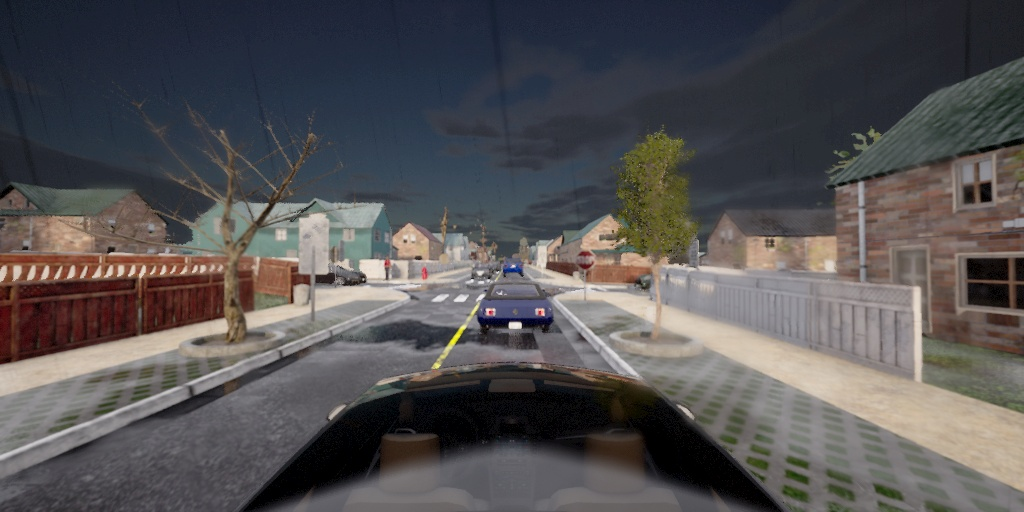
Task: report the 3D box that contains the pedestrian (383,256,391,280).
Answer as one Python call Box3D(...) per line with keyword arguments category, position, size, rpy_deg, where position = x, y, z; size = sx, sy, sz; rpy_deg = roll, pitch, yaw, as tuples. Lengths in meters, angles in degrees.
Box3D(category="pedestrian", position=(-9.693, 0.932, 27.828), size=(0.375, 1.860, 0.375), rpy_deg=(0, -3, 0))

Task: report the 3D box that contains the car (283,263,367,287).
Box3D(category="car", position=(-11.323, 1.126, 21.726), size=(4.892, 1.490, 1.837), rpy_deg=(1, -1, 4))

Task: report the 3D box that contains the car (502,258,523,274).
Box3D(category="car", position=(0.084, 1.224, 40.198), size=(2.150, 2.045, 5.566), rpy_deg=(0, 0, -1))

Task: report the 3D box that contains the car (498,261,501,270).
Box3D(category="car", position=(-2.975, 1.629, 54.860), size=(1.837, 1.490, 4.892), rpy_deg=(0, 0, 0))

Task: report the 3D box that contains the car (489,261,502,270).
Box3D(category="car", position=(-2.961, 1.710, 65.045), size=(2.128, 1.511, 4.902), rpy_deg=(0, -1, 0))

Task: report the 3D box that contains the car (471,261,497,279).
Box3D(category="car", position=(-2.931, 1.458, 35.439), size=(2.128, 1.511, 4.902), rpy_deg=(0, 0, 0))

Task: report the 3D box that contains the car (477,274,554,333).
Box3D(category="car", position=(0.076, 1.404, 10.906), size=(1.895, 1.301, 4.718), rpy_deg=(0, 0, 0))

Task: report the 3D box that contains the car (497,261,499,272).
Box3D(category="car", position=(-2.951, 1.640, 44.739), size=(1.895, 1.301, 4.718), rpy_deg=(0, 0, 0))

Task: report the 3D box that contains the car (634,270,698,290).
Box3D(category="car", position=(10.950, 1.542, 24.926), size=(4.553, 1.767, 2.097), rpy_deg=(1, -1, -1))
